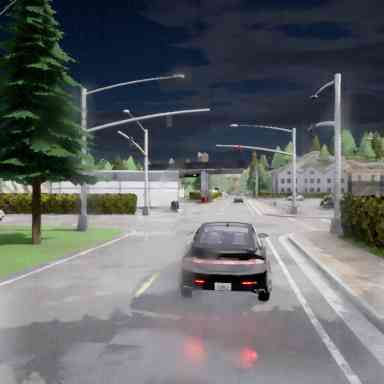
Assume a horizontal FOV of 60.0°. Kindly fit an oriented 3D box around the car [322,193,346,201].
[{"bbox_3d":[31.779,1.097,74.520,4.605,1.855,1.932,0,0,8],"label":"car"}]

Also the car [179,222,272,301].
[{"bbox_3d":[0.886,1.492,8.398,2.128,1.511,4.902,0,0,8],"label":"car"}]

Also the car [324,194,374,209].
[{"bbox_3d":[18.297,1.340,38.610,4.514,1.523,2.007,0,0,8],"label":"car"}]

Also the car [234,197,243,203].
[{"bbox_3d":[9.451,1.601,67.387,1.895,1.301,4.718,0,0,8],"label":"car"}]

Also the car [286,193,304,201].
[{"bbox_3d":[23.376,1.361,75.658,3.806,1.475,1.970,0,0,8],"label":"car"}]

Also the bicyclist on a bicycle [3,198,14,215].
[{"bbox_3d":[-17.956,1.453,32.524,0.582,1.620,1.656,0,0,7],"label":"bicyclist on a bicycle"}]

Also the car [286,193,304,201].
[{"bbox_3d":[24.442,1.077,78.866,3.866,1.878,1.905,0,0,8],"label":"car"}]

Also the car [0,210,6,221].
[{"bbox_3d":[-16.577,1.526,25.188,4.674,1.442,1.812,0,0,8],"label":"car"}]

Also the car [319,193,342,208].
[{"bbox_3d":[18.680,1.330,41.724,5.027,1.636,2.152,0,0,8],"label":"car"}]
